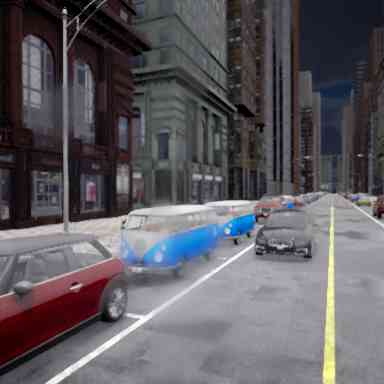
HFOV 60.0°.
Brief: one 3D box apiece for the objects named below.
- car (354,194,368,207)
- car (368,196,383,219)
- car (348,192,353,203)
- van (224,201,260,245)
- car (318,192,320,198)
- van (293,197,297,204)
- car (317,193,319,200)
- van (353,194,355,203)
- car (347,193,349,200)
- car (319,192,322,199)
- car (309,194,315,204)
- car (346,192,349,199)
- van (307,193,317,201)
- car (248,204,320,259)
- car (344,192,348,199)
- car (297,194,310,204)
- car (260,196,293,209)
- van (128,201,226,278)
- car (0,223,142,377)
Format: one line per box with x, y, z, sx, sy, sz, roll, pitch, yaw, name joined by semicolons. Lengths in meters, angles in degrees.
25.043;1.341;48.216;1.752;1.417;4.829;0;0;23;car
16.168;1.196;27.305;2.192;1.841;5.009;0;0;23;car
31.581;1.213;63.625;1.967;1.590;4.097;0;0;23;car
1.709;1.302;15.057;1.690;1.788;3.998;0;0;23;van
28.134;1.335;77.322;1.947;1.339;4.313;0;0;23;car
8.315;1.247;30.622;1.690;1.788;3.998;0;0;23;van
25.932;1.349;72.133;1.947;1.339;4.313;0;0;23;car
27.177;1.143;53.248;1.690;1.788;3.998;0;0;23;van
33.850;1.284;68.970;1.752;1.417;4.829;0;0;23;car
30.334;1.070;82.510;2.192;1.841;5.009;0;0;23;car
19.326;1.392;56.567;1.947;1.339;4.313;0;0;23;car
35.986;1.295;74.002;2.008;1.369;4.403;0;0;23;car
23.728;1.139;66.944;1.690;1.788;3.998;0;0;23;van
3.701;1.460;12.672;1.837;1.490;4.892;0;1;23;car
40.388;1.156;84.378;1.967;1.590;4.097;0;0;23;car
14.922;1.401;46.189;1.887;1.381;4.507;0;0;23;car
6.113;1.238;25.434;2.192;1.841;5.009;0;0;23;car
-0.492;1.322;9.868;1.690;1.788;3.998;0;0;23;van
-2.694;1.441;4.680;1.967;1.590;4.097;0;0;23;car
